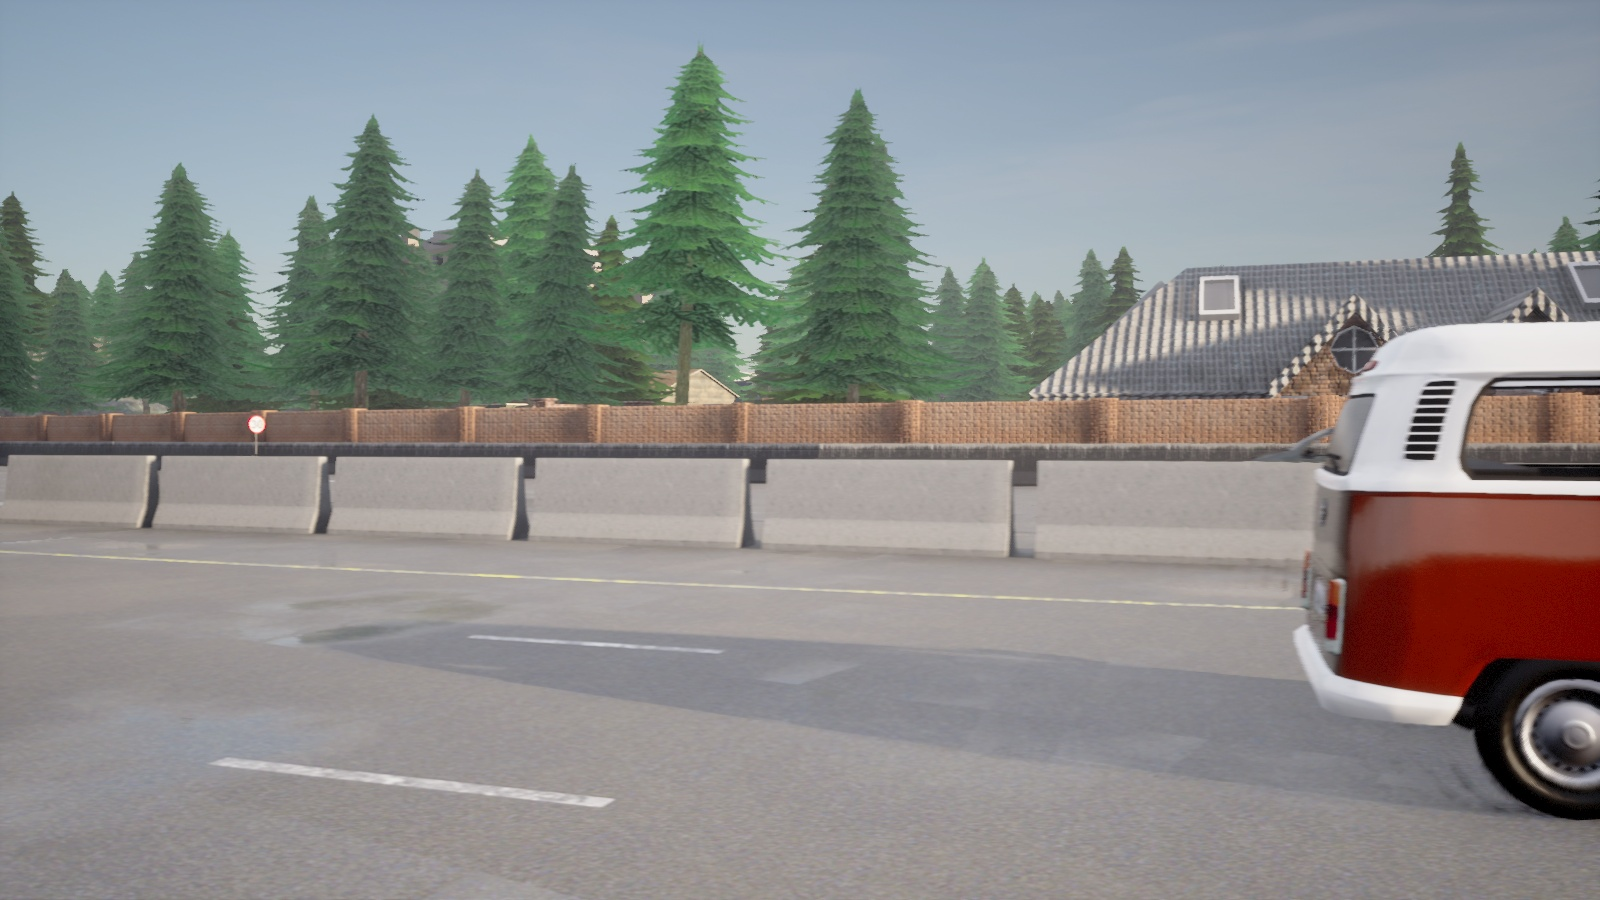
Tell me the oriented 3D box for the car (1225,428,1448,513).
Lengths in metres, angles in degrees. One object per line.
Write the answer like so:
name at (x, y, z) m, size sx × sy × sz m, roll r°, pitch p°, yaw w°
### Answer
car at (10.722, 0.365, 25.411) m, size 3.988 × 1.617 × 1.851 m, roll 0°, pitch 1°, yaw 18°

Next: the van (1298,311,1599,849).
van at (4.609, 0.484, 5.331) m, size 4.480 × 2.038 × 2.069 m, roll 0°, pitch 1°, yaw 17°
